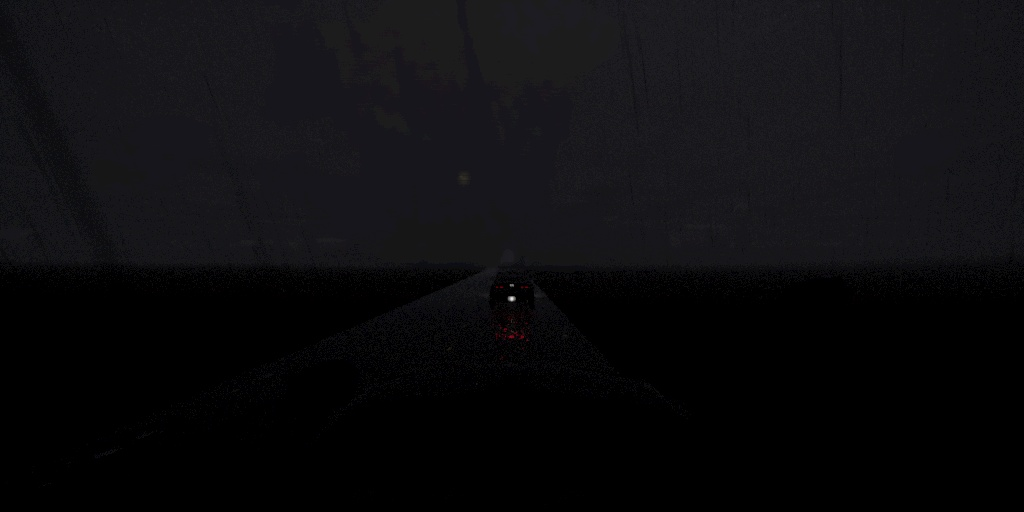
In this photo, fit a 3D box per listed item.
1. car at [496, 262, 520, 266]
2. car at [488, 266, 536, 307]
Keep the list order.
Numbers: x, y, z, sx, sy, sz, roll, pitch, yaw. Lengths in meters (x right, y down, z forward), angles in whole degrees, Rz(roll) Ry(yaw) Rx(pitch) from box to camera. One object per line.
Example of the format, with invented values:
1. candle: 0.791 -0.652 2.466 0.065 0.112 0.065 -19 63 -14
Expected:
1. car: -0.006 1.361 30.907 2.097 1.767 4.553 0 -1 0
2. car: -0.001 1.387 16.141 1.837 1.490 4.892 0 0 0
